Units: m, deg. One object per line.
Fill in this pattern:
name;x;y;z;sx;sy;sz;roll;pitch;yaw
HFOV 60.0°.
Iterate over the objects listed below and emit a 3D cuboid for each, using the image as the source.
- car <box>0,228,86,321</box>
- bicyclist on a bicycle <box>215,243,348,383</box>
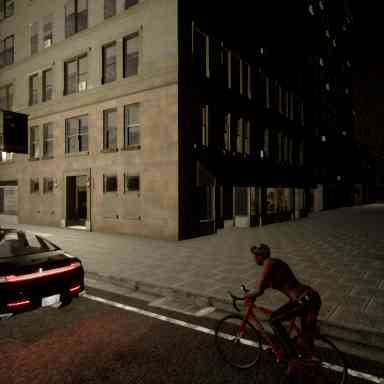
car;-4.184;1.492;6.666;4.902;1.511;2.128;0;0;36
bicyclist on a bicycle;0.969;1.453;3.972;1.656;1.620;0.582;0;0;36
